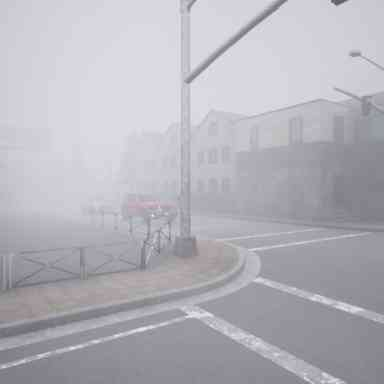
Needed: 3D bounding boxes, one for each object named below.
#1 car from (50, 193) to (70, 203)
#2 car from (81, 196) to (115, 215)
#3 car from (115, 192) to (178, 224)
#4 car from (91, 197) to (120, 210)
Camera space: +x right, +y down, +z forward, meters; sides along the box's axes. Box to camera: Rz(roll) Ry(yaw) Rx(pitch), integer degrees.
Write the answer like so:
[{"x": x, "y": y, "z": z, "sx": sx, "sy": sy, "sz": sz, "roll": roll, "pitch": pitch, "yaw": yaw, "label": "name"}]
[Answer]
[{"x": -17.613, "y": 0.939, "z": 44.181, "sx": 1.837, "sy": 1.490, "sz": 4.892, "roll": 0, "pitch": 0, "yaw": -35, "label": "car"}, {"x": -8.965, "y": 1.176, "z": 31.828, "sx": 2.097, "sy": 1.767, "sz": 4.553, "roll": 0, "pitch": 0, "yaw": -35, "label": "car"}, {"x": -3.202, "y": 1.045, "z": 23.663, "sx": 2.150, "sy": 2.045, "sz": 5.566, "roll": 0, "pitch": 0, "yaw": -35, "label": "car"}, {"x": -10.536, "y": 1.328, "z": 40.416, "sx": 1.837, "sy": 1.490, "sz": 4.892, "roll": 0, "pitch": 0, "yaw": -35, "label": "car"}]
